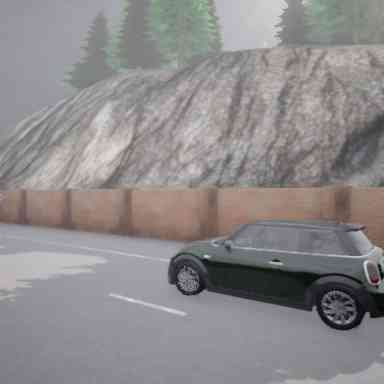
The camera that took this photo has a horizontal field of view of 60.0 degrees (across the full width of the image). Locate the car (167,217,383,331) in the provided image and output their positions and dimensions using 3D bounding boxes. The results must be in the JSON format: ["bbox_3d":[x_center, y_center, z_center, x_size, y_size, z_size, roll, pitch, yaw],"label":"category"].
[{"bbox_3d":[1.647,1.353,7.116,4.553,1.767,2.097,0,0,35],"label":"car"}]
